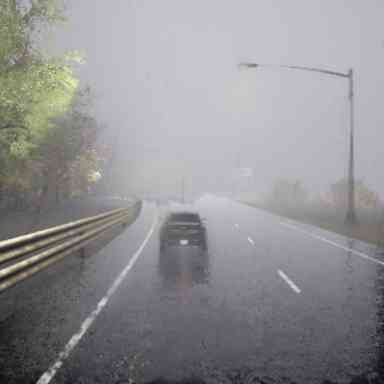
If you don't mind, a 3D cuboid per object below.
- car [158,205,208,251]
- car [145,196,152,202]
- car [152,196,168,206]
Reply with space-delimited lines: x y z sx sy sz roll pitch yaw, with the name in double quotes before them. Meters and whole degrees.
"car" -0.382 1.532 14.212 1.837 1.490 4.892 0 0 -2
"car" -9.959 1.656 78.621 1.812 1.442 4.674 0 0 -14
"car" -5.116 1.595 56.182 2.128 1.511 4.902 0 0 -10
